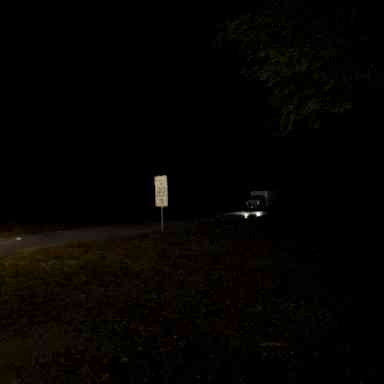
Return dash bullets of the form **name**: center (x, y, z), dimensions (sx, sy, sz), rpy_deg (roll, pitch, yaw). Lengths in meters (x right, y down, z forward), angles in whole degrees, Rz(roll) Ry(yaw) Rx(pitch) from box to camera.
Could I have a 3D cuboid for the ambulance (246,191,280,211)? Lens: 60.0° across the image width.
- **ambulance**: center (8.844, 1.093, 41.605), dimensions (2.351, 2.431, 6.366), rpy_deg (-3, -2, 35)
